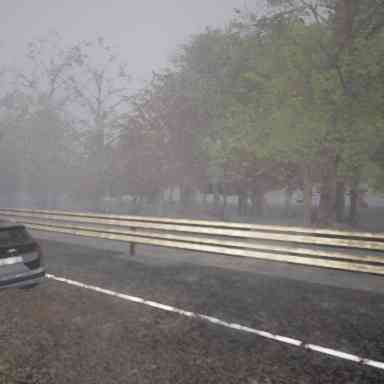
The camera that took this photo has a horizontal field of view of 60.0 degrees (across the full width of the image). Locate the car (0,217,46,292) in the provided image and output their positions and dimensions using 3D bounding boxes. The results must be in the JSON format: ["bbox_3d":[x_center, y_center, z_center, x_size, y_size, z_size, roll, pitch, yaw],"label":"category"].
[{"bbox_3d":[-5.295,1.366,7.616,4.856,1.649,2.033,0,0,35],"label":"car"}]
